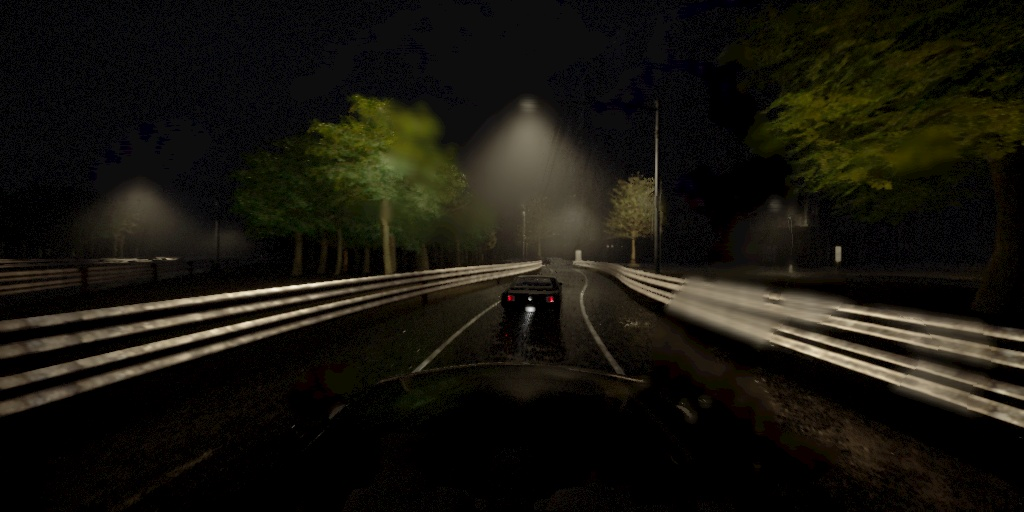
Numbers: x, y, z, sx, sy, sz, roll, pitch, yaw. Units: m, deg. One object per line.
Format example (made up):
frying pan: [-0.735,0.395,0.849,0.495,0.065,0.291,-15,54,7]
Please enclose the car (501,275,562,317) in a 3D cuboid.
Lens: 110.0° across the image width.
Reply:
car: [0.907,1.356,13.279,1.895,1.301,4.718,0,0,9]
